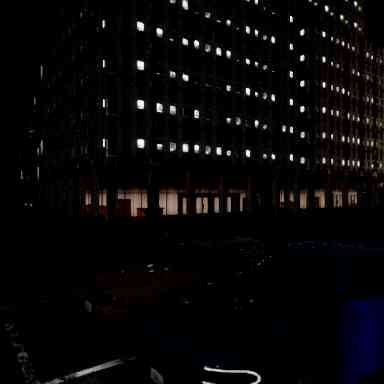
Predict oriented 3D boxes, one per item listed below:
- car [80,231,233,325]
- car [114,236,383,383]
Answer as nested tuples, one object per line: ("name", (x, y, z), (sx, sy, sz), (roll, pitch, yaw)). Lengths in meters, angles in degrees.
("car", (0.285, 1.525, 6.767), (4.829, 1.417, 1.752), (0, 0, -36))
("car", (1.702, 1.477, 4.595), (5.008, 1.535, 1.882), (0, 0, -36))
